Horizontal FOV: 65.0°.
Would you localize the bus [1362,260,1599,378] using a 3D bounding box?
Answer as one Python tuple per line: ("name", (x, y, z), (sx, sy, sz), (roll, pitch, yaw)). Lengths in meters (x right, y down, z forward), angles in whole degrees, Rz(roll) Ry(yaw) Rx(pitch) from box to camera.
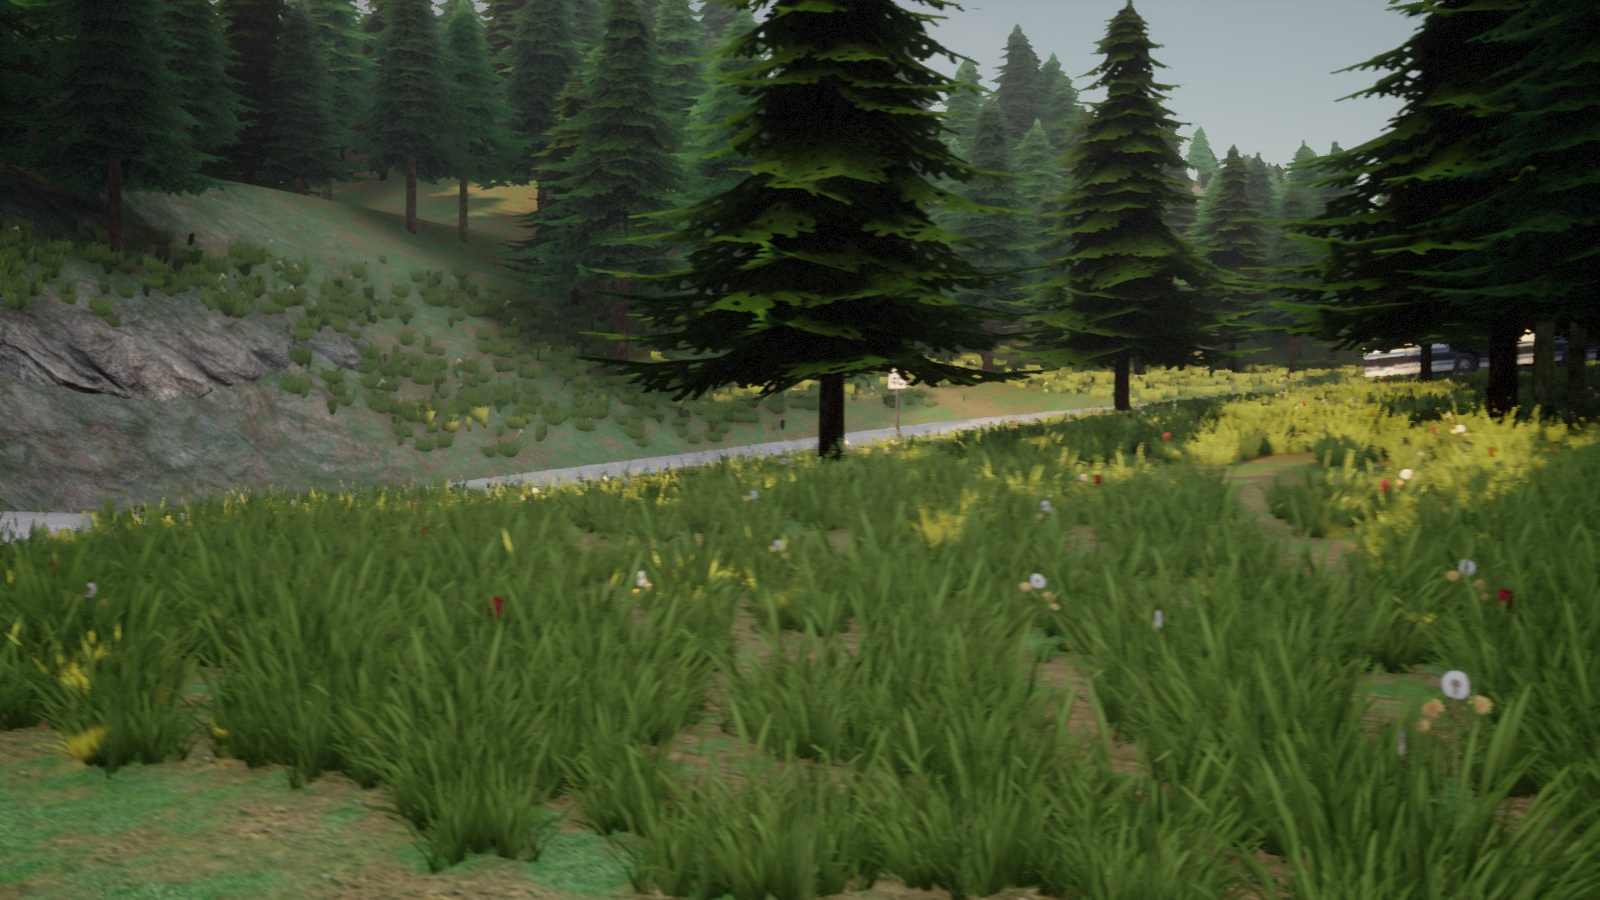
("bus", (31.649, -5.975, 57.360), (10.273, 4.253, 3.944), (-6, 1, -12))
